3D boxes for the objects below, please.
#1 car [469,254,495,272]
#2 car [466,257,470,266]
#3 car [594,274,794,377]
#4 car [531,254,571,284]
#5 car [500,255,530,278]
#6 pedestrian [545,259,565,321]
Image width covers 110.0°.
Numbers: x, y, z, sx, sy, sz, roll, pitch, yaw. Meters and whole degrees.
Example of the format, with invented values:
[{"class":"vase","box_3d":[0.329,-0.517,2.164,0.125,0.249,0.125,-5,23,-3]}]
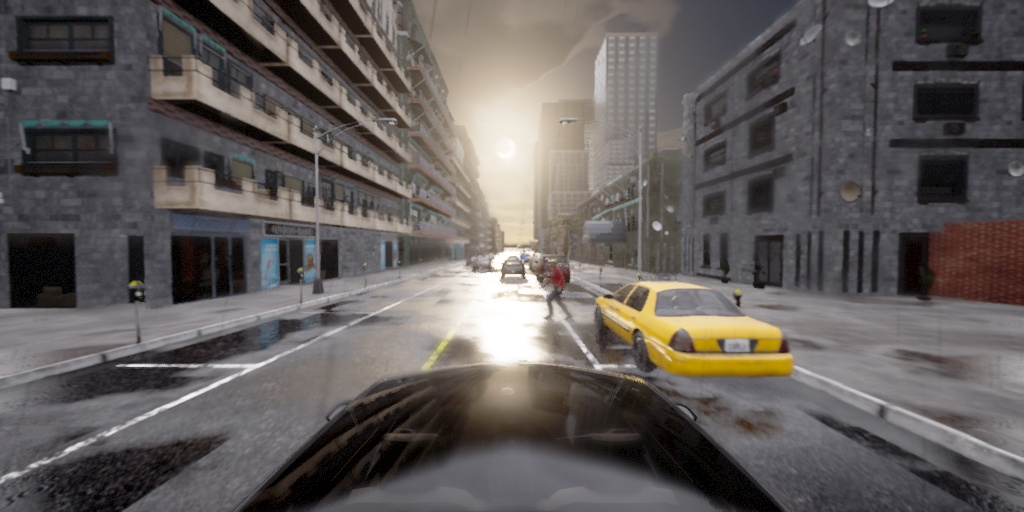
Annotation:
[{"class":"car","box_3d":[-3.035,0.848,37.486,1.812,1.442,4.674,0,1,0]},{"class":"car","box_3d":[-5.611,0.729,51.872,1.802,1.307,4.207,0,0,0]},{"class":"car","box_3d":[3.009,1.139,7.353,1.801,1.575,5.366,0,1,0]},{"class":"car","box_3d":[2.692,0.800,24.006,2.192,1.841,5.009,0,0,0]},{"class":"car","box_3d":[0.107,0.920,28.745,2.128,1.511,4.902,0,1,0]},{"class":"pedestrian","box_3d":[1.242,0.942,10.330,0.375,1.860,0.375,-1,2,0]}]
